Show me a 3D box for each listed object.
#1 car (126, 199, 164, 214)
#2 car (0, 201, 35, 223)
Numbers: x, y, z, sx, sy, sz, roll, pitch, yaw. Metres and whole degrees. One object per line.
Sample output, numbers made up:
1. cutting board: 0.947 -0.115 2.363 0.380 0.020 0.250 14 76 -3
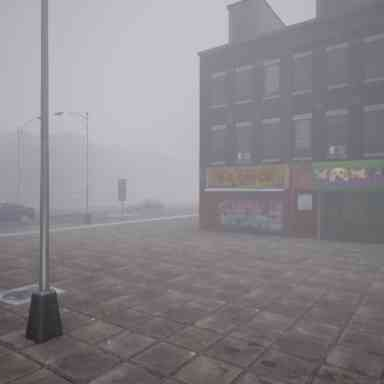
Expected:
1. car: -4.836 1.425 34.938 1.812 1.442 4.674 0 0 35
2. car: -13.406 1.432 22.769 1.882 1.535 5.008 0 0 35
